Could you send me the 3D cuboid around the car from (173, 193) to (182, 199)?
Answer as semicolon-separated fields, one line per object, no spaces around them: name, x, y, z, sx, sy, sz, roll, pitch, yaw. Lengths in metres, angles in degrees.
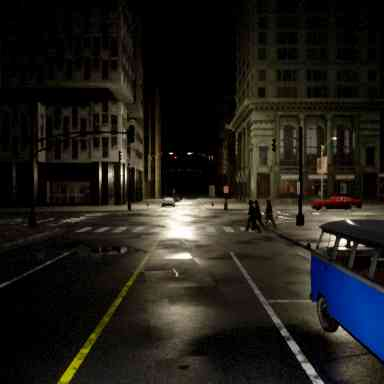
car;-3.621;1.042;82.110;1.994;1.385;4.181;0;0;-1

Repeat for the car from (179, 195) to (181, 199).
car;-3.474;1.464;66.896;2.033;1.411;5.357;0;0;0

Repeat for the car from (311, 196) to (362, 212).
car;15.102;1.215;34.936;5.008;1.535;1.882;-1;0;0

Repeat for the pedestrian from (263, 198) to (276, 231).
pedestrian;4.260;1.231;18.279;0.375;1.860;0.375;0;0;0

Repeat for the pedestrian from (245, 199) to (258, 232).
pedestrian;3.171;1.286;17.675;0.375;1.860;0.375;0;0;0

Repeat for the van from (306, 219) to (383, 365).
van;2.836;1.340;4.232;1.690;1.788;3.998;0;0;0

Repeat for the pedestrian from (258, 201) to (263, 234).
pedestrian;3.727;1.285;18.876;0.375;1.860;0.375;0;0;0

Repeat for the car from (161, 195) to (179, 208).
car;-3.354;1.503;48.237;2.033;1.411;5.357;0;0;0
